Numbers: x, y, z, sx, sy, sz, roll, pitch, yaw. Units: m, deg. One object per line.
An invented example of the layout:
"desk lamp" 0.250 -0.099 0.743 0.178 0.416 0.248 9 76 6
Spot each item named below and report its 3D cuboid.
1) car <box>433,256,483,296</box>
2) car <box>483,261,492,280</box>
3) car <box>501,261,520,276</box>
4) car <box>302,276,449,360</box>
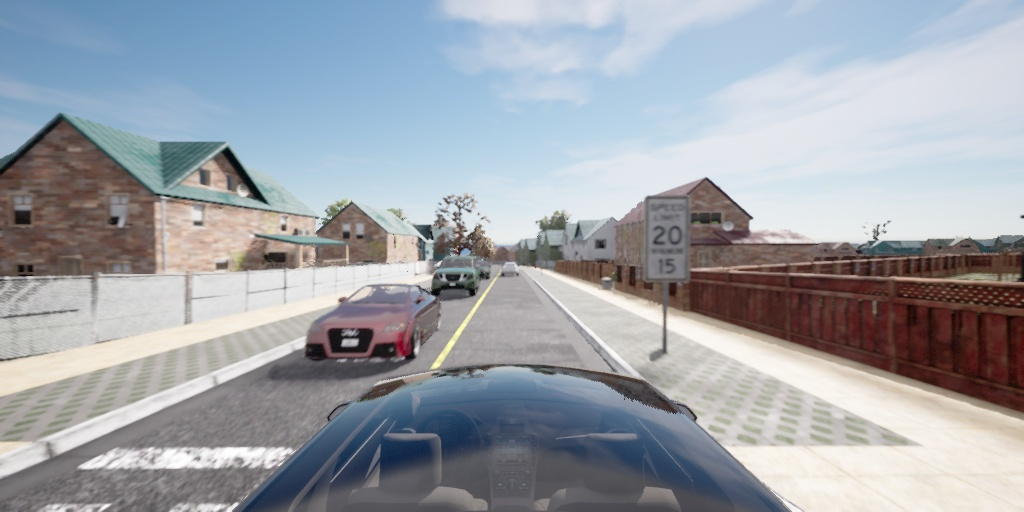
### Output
"car" -2.953 1.019 19.924 2.150 2.045 5.566 0 0 -2
"car" -2.970 1.211 32.435 2.097 1.767 4.553 0 -1 0
"car" -0.174 1.422 39.235 1.812 1.442 4.674 0 0 0
"car" -2.867 1.330 8.266 1.994 1.385 4.181 0 0 -1
